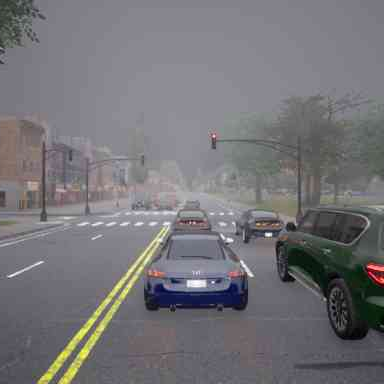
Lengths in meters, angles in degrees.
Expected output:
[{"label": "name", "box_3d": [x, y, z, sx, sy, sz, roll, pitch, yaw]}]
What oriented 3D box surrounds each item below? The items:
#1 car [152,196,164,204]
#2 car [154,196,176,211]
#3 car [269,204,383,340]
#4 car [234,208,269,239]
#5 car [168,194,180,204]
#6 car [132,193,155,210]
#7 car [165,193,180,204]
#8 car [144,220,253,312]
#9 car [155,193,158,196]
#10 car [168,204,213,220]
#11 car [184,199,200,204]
[{"label": "car", "box_3d": [-6.665, 1.473, 64.861, 1.812, 1.442, 4.674, 0, 1, 0]}, {"label": "car", "box_3d": [-3.427, 1.621, 42.918, 1.837, 1.490, 4.892, 0, 0, 0]}, {"label": "car", "box_3d": [3.314, 1.235, 6.677, 2.150, 2.045, 5.566, 0, 0, 0]}, {"label": "car", "box_3d": [3.263, 1.581, 16.539, 1.837, 1.490, 4.892, 0, 0, 0]}, {"label": "car", "box_3d": [-3.423, 1.312, 63.574, 2.097, 1.767, 4.553, 0, 0, 0]}, {"label": "car", "box_3d": [-6.685, 1.329, 44.851, 2.150, 2.045, 5.566, 0, 0, 0]}, {"label": "car", "box_3d": [-3.447, 1.270, 53.432, 2.150, 2.045, 5.566, 0, 0, -1]}, {"label": "car", "box_3d": [0.066, 1.583, 7.824, 1.994, 1.385, 4.181, 0, 0, 0]}, {"label": "car", "box_3d": [-6.688, 1.256, 55.104, 2.150, 2.045, 5.566, 0, 1, 0]}, {"label": "car", "box_3d": [0.010, 1.582, 16.711, 1.837, 1.490, 4.892, 0, 0, 1]}, {"label": "car", "box_3d": [0.031, 1.604, 43.996, 2.128, 1.511, 4.902, 0, 0, 0]}]
